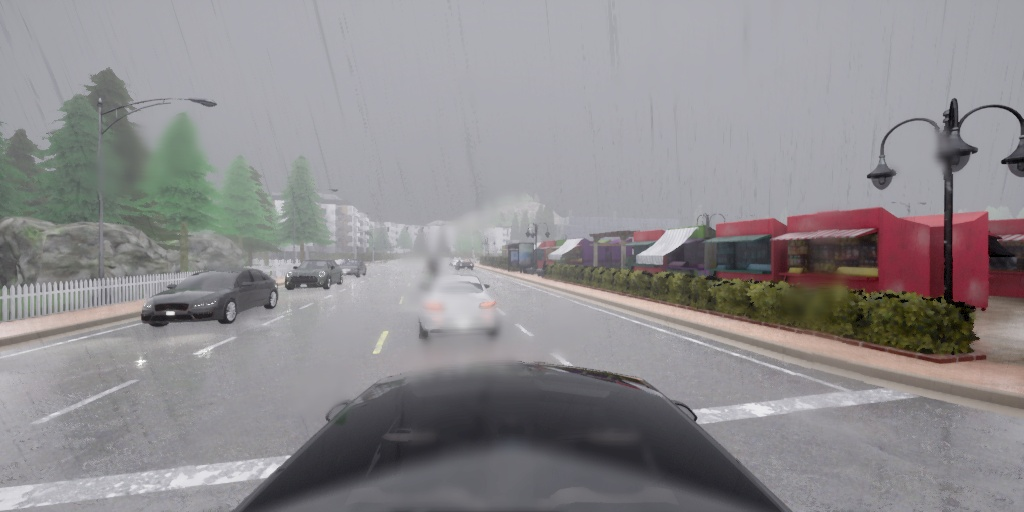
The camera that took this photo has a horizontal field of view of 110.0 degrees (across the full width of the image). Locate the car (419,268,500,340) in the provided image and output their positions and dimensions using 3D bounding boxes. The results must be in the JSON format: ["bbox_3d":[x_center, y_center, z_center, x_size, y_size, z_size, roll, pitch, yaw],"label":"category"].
[{"bbox_3d":[-1.521,1.225,9.807,1.812,1.442,4.674,0,0,-13],"label":"car"}]

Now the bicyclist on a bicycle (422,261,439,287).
[{"bbox_3d":[-4.401,1.078,19.642,0.582,1.620,1.656,0,1,25],"label":"bicyclist on a bicycle"}]

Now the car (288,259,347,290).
[{"bbox_3d":[-11.490,0.966,21.073,2.097,1.767,4.553,0,0,-13],"label":"car"}]

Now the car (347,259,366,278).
[{"bbox_3d":[-13.734,1.034,30.684,2.128,1.511,4.902,0,0,-13],"label":"car"}]

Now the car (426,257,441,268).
[{"bbox_3d":[-11.096,0.898,50.810,1.837,1.490,4.892,0,0,-13],"label":"car"}]

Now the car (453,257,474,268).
[{"bbox_3d":[-5.830,1.048,43.775,1.895,1.301,4.718,0,0,-13],"label":"car"}]

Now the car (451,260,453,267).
[{"bbox_3d":[-7.890,0.906,52.647,1.812,1.442,4.674,0,0,-13],"label":"car"}]

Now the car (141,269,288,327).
[{"bbox_3d":[-9.241,1.190,11.483,1.837,1.490,4.892,0,0,-13],"label":"car"}]
